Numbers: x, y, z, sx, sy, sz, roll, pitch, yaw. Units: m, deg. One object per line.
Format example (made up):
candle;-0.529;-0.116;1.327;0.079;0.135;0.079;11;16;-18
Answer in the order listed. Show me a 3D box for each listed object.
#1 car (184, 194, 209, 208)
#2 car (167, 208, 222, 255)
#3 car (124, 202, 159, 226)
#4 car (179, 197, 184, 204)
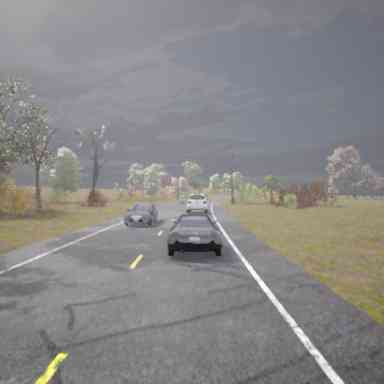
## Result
car;0.618;1.213;36.480;2.150;2.045;5.566;0;0;2
car;0.097;1.563;13.328;1.994;1.385;4.181;0;0;0
car;-3.465;1.483;23.368;2.128;1.511;4.902;0;0;1
car;-1.431;1.568;63.643;1.895;1.301;4.718;0;0;5
